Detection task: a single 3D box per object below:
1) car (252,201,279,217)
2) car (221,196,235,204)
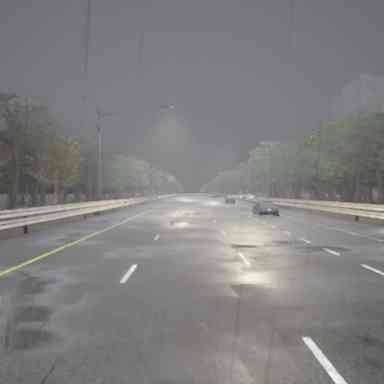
[{"bbox_3d":[7.065,1.596,32.265,1.994,1.385,4.181,0,0,0],"label":"car"},{"bbox_3d":[7.221,1.591,64.234,1.812,1.442,4.674,0,0,0],"label":"car"}]
